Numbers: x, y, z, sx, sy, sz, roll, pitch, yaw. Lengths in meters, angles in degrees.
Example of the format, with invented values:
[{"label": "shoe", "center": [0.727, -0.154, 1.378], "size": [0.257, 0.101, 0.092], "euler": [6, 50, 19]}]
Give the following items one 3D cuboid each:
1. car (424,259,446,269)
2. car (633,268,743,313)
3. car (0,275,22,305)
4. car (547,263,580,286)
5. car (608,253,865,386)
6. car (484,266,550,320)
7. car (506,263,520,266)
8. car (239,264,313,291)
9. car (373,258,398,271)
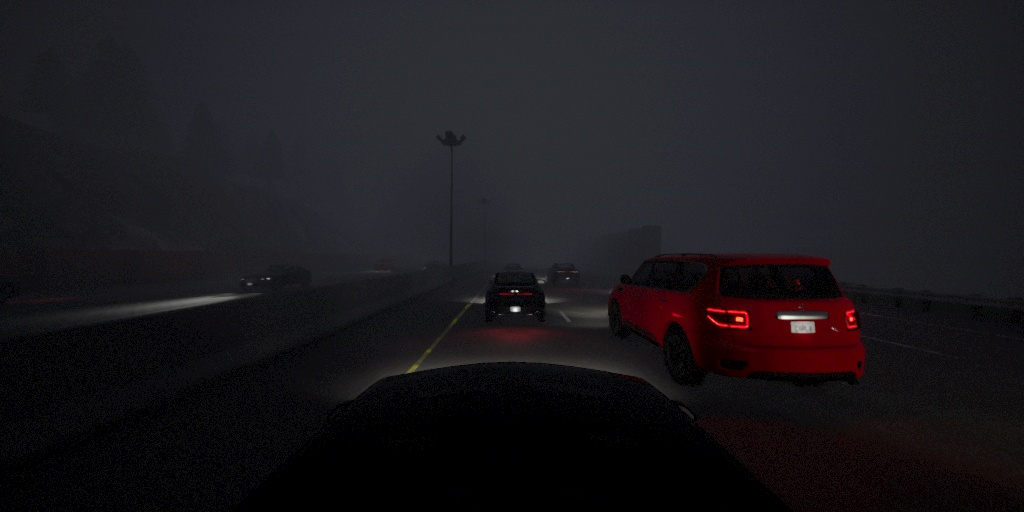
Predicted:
[{"label": "car", "center": [-10.593, 1.356, 50.546], "size": [1.895, 1.301, 4.718], "euler": [0, 0, 0]}, {"label": "car", "center": [7.094, 1.299, 15.279], "size": [2.033, 1.411, 5.357], "euler": [0, 0, 0]}, {"label": "car", "center": [-21.106, 1.253, 12.624], "size": [1.837, 1.490, 4.892], "euler": [0, 1, 0]}, {"label": "car", "center": [3.589, 1.245, 25.540], "size": [2.128, 1.511, 4.902], "euler": [0, 0, 0]}, {"label": "car", "center": [3.598, 0.972, 7.119], "size": [2.150, 2.045, 5.566], "euler": [0, 0, 0]}, {"label": "car", "center": [0.095, 1.256, 12.558], "size": [1.837, 1.490, 4.892], "euler": [0, 0, 0]}, {"label": "car", "center": [0.086, 1.317, 30.819], "size": [1.994, 1.385, 4.181], "euler": [0, 0, 0]}, {"label": "car", "center": [-14.108, 1.243, 21.735], "size": [2.128, 1.511, 4.902], "euler": [0, 0, 0]}, {"label": "car", "center": [-17.588, 1.107, 49.789], "size": [2.097, 1.767, 4.553], "euler": [0, 0, 0]}]
